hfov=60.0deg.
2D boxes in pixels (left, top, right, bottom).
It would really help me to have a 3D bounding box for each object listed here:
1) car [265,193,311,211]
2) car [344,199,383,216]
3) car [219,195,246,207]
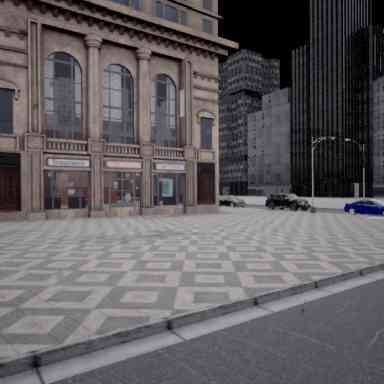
[{"bbox_3d":[11.110,1.143,38.938,2.150,2.045,5.566,-1,0,-34],"label":"car"},{"bbox_3d":[16.680,1.427,30.701,1.882,1.535,5.008,-1,1,-35],"label":"car"},{"bbox_3d":[5.539,1.245,47.203,2.097,1.767,4.553,-1,0,-34],"label":"car"}]
